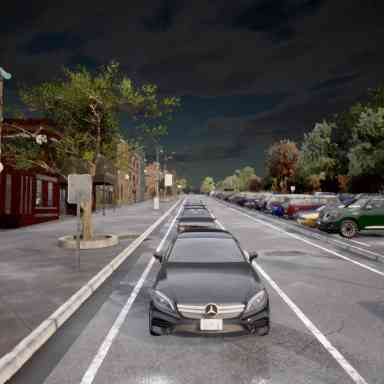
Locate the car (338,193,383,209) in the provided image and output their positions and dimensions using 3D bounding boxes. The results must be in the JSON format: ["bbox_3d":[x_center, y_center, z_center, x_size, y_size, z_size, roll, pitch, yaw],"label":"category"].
[{"bbox_3d":[22.175,1.153,42.950,5.566,2.045,2.435,0,0,0],"label":"car"}]

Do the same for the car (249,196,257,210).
[{"bbox_3d":[9.193,1.470,36.637,4.792,1.488,2.163,0,0,0],"label":"car"}]

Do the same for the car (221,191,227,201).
[{"bbox_3d":[8.955,0.963,64.673,5.566,2.045,2.435,0,1,0],"label":"car"}]

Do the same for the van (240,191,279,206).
[{"bbox_3d":[9.226,1.163,45.054,4.442,1.987,1.878,0,0,0],"label":"van"}]

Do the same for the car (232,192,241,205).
[{"bbox_3d":[9.064,1.113,47.853,5.566,2.045,2.435,0,1,0],"label":"car"}]

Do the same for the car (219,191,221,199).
[{"bbox_3d":[8.937,0.938,67.476,5.566,2.045,2.435,0,1,0],"label":"car"}]

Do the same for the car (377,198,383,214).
[{"bbox_3d":[22.442,1.444,34.624,5.366,1.575,1.946,0,0,0],"label":"car"}]

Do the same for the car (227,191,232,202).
[{"bbox_3d":[9.051,1.139,59.068,4.553,1.767,2.185,0,1,0],"label":"car"}]

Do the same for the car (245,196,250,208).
[{"bbox_3d":[9.143,1.466,39.445,4.674,1.452,2.002,0,0,0],"label":"car"}]

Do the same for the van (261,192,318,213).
[{"bbox_3d":[9.084,1.230,31.031,4.442,1.987,1.878,0,0,0],"label":"van"}]

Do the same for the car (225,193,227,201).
[{"bbox_3d":[8.999,1.280,61.873,4.674,1.452,2.002,0,1,0],"label":"car"}]

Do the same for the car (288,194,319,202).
[{"bbox_3d":[21.875,1.209,65.157,5.366,1.575,1.946,0,0,0],"label":"car"}]

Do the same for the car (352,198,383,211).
[{"bbox_3d":[22.250,1.452,40.178,4.792,1.488,2.163,0,0,0],"label":"car"}]

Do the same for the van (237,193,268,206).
[{"bbox_3d":[9.190,1.114,50.659,4.442,1.987,1.878,0,1,0],"label":"van"}]

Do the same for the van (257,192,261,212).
[{"bbox_3d":[9.299,1.222,33.834,4.442,1.987,1.878,0,0,0],"label":"van"}]

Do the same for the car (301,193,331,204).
[{"bbox_3d":[22.127,1.136,59.607,4.553,1.767,2.185,0,1,0],"label":"car"}]

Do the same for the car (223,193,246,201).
[{"bbox_3d":[8.916,1.039,70.280,4.553,1.767,2.185,0,1,0],"label":"car"}]

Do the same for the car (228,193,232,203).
[{"bbox_3d":[9.031,1.291,56.266,4.892,1.521,2.231,0,1,0],"label":"car"}]

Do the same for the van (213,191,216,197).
[{"bbox_3d":[8.703,0.764,89.901,4.442,1.987,1.878,0,1,0],"label":"van"}]

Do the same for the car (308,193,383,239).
[{"bbox_3d":[9.263,1.221,17.011,5.566,2.045,2.435,0,0,0],"label":"car"}]

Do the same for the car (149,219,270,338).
[{"bbox_3d":[0.257,1.524,6.812,1.812,1.442,4.674,0,0,0],"label":"car"}]

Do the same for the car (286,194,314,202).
[{"bbox_3d":[22.048,1.188,67.935,4.892,1.521,2.231,0,1,0],"label":"car"}]

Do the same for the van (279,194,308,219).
[{"bbox_3d":[9.353,1.237,25.422,4.442,1.987,1.878,0,0,0],"label":"van"}]

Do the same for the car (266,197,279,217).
[{"bbox_3d":[9.213,1.460,28.225,5.008,1.535,2.097,0,0,0],"label":"car"}]

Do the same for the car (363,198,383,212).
[{"bbox_3d":[22.210,1.469,37.394,4.792,1.488,2.163,0,0,0],"label":"car"}]

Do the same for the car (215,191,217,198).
[{"bbox_3d":[8.869,1.065,81.494,5.008,1.535,2.097,0,1,0],"label":"car"}]

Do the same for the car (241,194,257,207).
[{"bbox_3d":[9.134,1.409,42.248,4.892,1.521,2.231,0,0,0],"label":"car"}]

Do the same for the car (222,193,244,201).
[{"bbox_3d":[8.897,1.014,73.084,4.553,1.767,2.185,0,1,0],"label":"car"}]

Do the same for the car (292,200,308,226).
[{"bbox_3d":[9.088,1.466,19.814,5.366,1.575,1.946,0,0,0],"label":"car"}]

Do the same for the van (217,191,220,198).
[{"bbox_3d":[8.776,0.864,78.688,4.442,1.987,1.878,0,1,0],"label":"van"}]

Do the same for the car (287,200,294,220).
[{"bbox_3d":[9.257,1.506,22.618,4.674,1.452,2.002,0,0,0],"label":"car"}]

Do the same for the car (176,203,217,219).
[{"bbox_3d":[0.204,1.532,17.391,2.033,1.411,5.357,0,0,0],"label":"car"}]

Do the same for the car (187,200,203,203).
[{"bbox_3d":[0.239,1.442,29.838,2.128,1.511,4.902,0,0,0],"label":"car"}]

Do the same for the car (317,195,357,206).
[{"bbox_3d":[22.336,1.332,51.281,5.366,1.575,1.946,0,1,0],"label":"car"}]
